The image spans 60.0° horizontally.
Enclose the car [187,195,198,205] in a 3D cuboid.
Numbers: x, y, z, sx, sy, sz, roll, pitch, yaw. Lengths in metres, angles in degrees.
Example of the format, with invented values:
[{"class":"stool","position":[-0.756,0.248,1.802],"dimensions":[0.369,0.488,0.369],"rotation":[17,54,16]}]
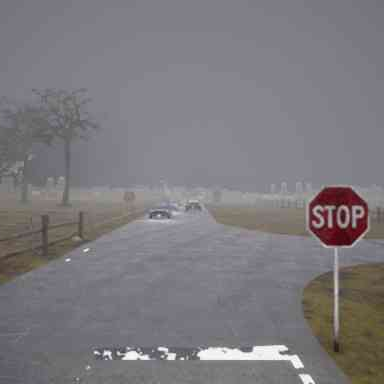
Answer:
[{"class":"car","position":[0.155,1.549,66.192],"dimensions":[2.097,1.767,4.553],"rotation":[0,0,1]}]

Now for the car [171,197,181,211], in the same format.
[{"class":"car","position":[-2.785,1.687,42.056],"dimensions":[1.895,1.301,4.718],"rotation":[0,0,0]}]

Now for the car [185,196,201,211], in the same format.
[{"class":"car","position":[0.166,1.614,42.446],"dimensions":[1.812,1.442,4.674],"rotation":[0,0,0]}]

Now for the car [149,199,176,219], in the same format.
[{"class":"car","position":[-2.776,1.595,30.377],"dimensions":[2.033,1.411,5.357],"rotation":[0,0,-1]}]
